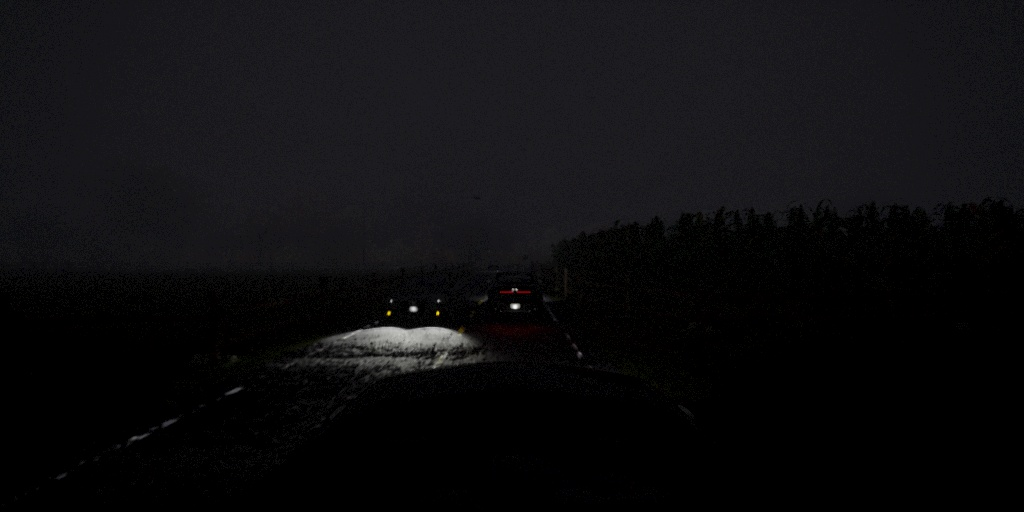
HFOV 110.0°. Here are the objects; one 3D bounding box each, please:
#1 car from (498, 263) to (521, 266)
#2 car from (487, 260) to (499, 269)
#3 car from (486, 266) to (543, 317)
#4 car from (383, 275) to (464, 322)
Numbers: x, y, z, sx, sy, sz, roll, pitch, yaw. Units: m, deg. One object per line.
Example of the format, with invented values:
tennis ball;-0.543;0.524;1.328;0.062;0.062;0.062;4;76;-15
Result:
car;0.105;1.375;32.150;2.033;1.411;5.357;0;0;0
car;-2.742;1.319;54.397;2.033;1.411;5.357;0;0;0
car;0.101;1.289;13.395;1.837;1.490;4.892;0;0;0
car;-2.849;1.344;12.334;1.994;1.385;4.181;0;0;0
